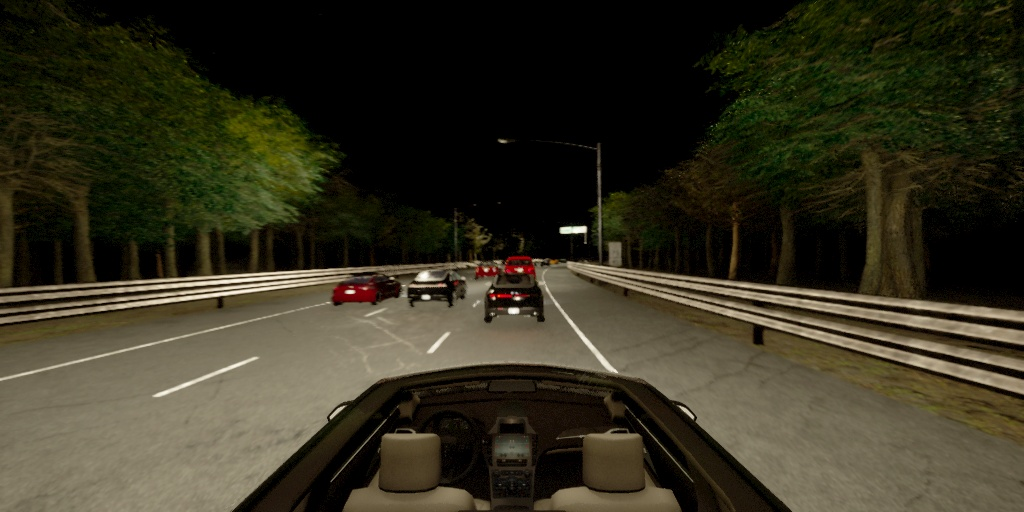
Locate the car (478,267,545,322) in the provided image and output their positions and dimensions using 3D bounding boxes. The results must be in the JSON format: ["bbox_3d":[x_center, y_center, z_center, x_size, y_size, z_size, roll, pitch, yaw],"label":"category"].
[{"bbox_3d":[0.099,1.322,12.602,1.837,1.490,4.892,-1,0,1],"label":"car"}]

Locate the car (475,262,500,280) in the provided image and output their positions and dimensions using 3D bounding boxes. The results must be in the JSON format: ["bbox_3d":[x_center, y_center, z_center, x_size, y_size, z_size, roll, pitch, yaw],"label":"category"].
[{"bbox_3d":[-2.193,1.320,34.373,2.097,1.767,4.553,-1,0,4],"label":"car"}]

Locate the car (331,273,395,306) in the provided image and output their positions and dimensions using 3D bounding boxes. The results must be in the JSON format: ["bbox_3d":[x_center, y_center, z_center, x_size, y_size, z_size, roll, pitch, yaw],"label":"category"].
[{"bbox_3d":[-6.659,1.478,16.915,1.994,1.385,4.181,-1,0,2],"label":"car"}]

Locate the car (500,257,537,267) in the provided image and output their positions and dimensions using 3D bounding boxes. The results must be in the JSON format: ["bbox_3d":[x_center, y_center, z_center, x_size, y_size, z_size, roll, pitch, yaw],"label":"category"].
[{"bbox_3d":[0.613,1.110,25.824,2.150,2.045,5.566,-1,0,3],"label":"car"}]

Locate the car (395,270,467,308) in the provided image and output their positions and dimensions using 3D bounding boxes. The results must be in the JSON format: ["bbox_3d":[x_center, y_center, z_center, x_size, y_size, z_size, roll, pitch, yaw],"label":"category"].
[{"bbox_3d":[-3.192,1.363,15.982,2.128,1.511,4.902,-1,0,2],"label":"car"}]
